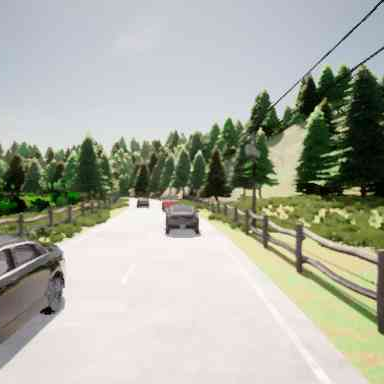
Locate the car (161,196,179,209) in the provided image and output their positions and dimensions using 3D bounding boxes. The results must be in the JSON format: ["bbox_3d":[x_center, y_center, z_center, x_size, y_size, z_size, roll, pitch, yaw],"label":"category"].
[{"bbox_3d":[-2.732,1.266,41.479,2.097,1.767,4.553,0,0,-7],"label":"car"}]

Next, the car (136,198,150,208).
[{"bbox_3d":[-6.702,1.511,45.664,1.895,1.301,4.718,0,0,-8],"label":"car"}]

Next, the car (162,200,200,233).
[{"bbox_3d":[-0.593,1.466,19.188,1.837,1.490,4.892,0,1,-3],"label":"car"}]

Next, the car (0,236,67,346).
[{"bbox_3d":[-3.380,1.484,4.742,2.128,1.511,4.902,0,0,-1],"label":"car"}]
